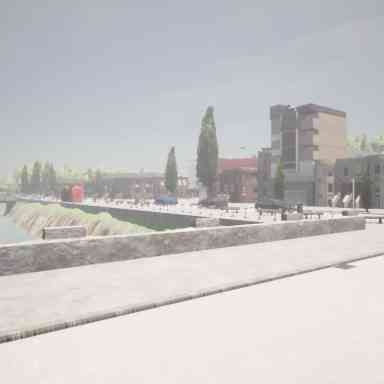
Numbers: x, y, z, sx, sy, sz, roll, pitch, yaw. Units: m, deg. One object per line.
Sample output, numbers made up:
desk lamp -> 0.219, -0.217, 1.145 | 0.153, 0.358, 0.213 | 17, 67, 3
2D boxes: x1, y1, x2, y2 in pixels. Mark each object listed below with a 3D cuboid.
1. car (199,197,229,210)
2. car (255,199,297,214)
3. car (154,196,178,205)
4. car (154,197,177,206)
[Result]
car -> 2.860, 1.506, 44.164 | 1.837, 1.490, 4.892 | 0, 0, -36
car -> 8.905, 1.505, 35.724 | 1.837, 1.490, 4.892 | 0, 0, -36
car -> -4.951, 1.547, 62.252 | 2.033, 1.411, 5.357 | 0, 0, -36
car -> -4.306, 1.478, 54.220 | 1.882, 1.535, 5.008 | 0, 0, -35
